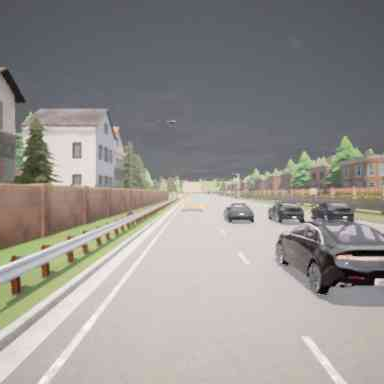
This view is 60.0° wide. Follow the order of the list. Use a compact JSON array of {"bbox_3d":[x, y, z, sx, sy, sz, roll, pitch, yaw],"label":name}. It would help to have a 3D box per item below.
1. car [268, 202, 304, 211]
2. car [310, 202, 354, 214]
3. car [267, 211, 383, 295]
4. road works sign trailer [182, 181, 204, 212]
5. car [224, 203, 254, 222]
[{"bbox_3d":[7.111,1.508,25.503,1.837,1.490,4.892,0,0,0],"label":"car"},{"bbox_3d":[10.610,1.508,25.496,1.837,1.490,4.892,0,0,0],"label":"car"},{"bbox_3d":[3.604,1.493,8.716,2.128,1.511,4.902,0,0,0],"label":"car"},{"bbox_3d":[0.017,0.470,38.946,2.380,3.560,2.880,0,0,0],"label":"road works sign trailer"},{"bbox_3d":[3.612,1.568,26.122,1.994,1.385,4.181,0,0,0],"label":"car"}]
